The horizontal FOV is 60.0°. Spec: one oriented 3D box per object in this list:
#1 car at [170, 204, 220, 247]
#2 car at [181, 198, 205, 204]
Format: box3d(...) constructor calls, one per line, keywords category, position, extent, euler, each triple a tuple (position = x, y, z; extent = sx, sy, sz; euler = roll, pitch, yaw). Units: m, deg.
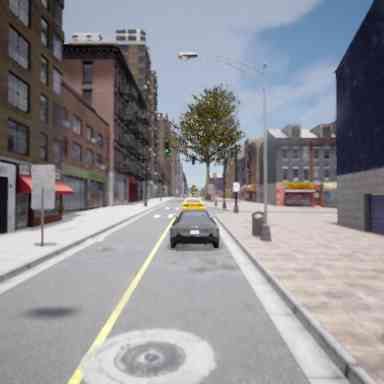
box3d(category="car", position=(0.105, 1.445, 14.355), extent=(1.994, 1.385, 4.181), euler=(0, 0, 0))
box3d(category="car", position=(0.104, 1.246, 28.784), extent=(1.882, 1.535, 5.008), euler=(0, 1, 0))
